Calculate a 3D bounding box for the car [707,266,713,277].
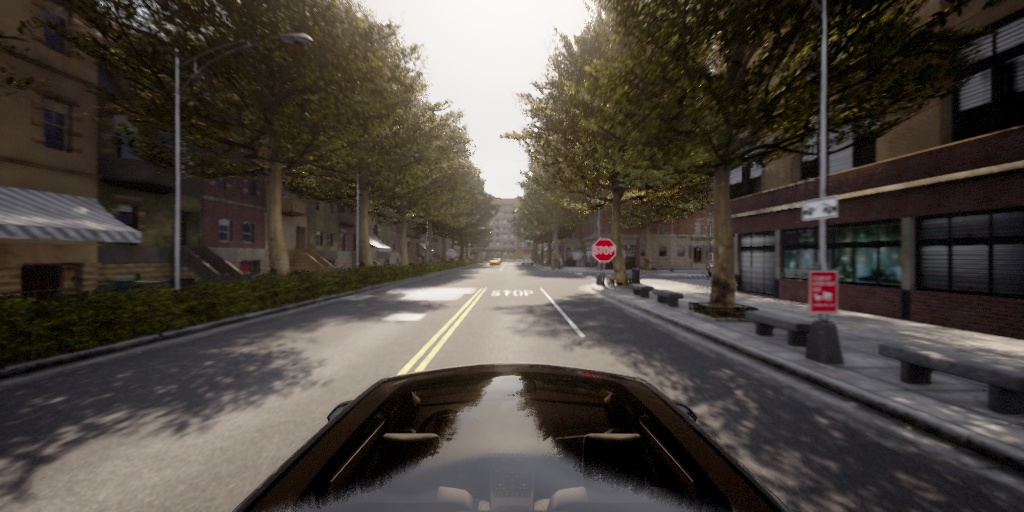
[{"bbox_3d":[20.712,1.323,33.686,4.181,1.385,1.994,0,0,-1],"label":"car"}]
